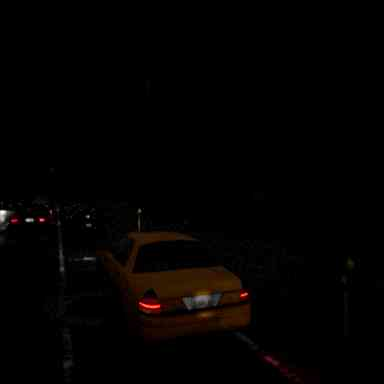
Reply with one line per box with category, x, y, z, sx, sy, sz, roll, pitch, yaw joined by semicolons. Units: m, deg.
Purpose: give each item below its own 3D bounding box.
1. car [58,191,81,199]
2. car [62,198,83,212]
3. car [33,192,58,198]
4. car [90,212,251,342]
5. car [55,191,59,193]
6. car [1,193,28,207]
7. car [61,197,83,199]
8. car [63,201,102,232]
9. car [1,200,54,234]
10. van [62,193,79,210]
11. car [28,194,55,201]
car;-12.277;1.063;34.110;2.192;1.841;5.009;0;0;-22
car;-8.109;1.378;23.881;2.008;1.369;4.403;0;0;-22
car;-18.183;1.165;41.257;2.128;1.511;4.902;0;0;-21
car;-0.829;1.418;6.793;1.801;1.575;5.366;0;0;-22
car;-31.194;0.860;79.760;1.967;1.590;4.097;0;0;-23
car;-19.732;1.191;36.769;1.837;1.490;4.892;0;0;-22
car;-10.194;1.353;28.996;1.947;1.339;4.313;0;0;-22
car;-6.024;1.417;18.766;2.008;1.369;4.403;0;0;-22
car;-8.847;1.397;18.381;2.033;1.411;5.357;0;0;-22
van;-14.363;1.049;39.225;1.690;1.788;3.998;0;0;-22
car;-15.101;1.258;33.462;1.812;1.442;4.674;0;0;-22
